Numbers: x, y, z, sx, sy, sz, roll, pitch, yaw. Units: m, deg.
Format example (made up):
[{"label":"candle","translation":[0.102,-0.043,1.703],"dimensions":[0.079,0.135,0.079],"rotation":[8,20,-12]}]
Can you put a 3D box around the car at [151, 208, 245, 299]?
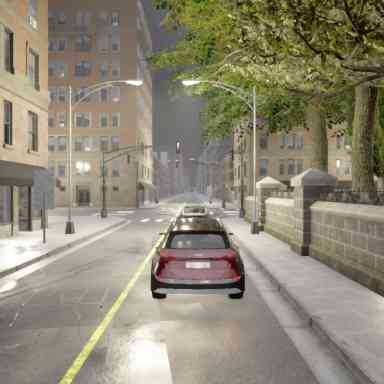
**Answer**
[{"label":"car","translation":[0.117,1.430,8.448],"dimensions":[2.033,1.649,4.856],"rotation":[0,0,0]}]

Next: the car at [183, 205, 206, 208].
[{"label":"car","translation":[0.135,1.503,18.295],"dimensions":[1.837,1.490,4.892],"rotation":[0,0,0]}]
